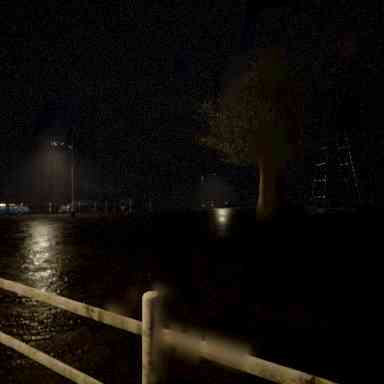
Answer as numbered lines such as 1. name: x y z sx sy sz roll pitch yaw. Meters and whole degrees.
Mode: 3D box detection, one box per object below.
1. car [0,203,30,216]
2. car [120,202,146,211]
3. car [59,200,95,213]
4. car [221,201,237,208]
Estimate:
1. car: -20.668 1.946 36.274 2.033 1.411 5.357 -2 -2 35
2. car: -9.202 2.254 52.228 1.812 1.442 4.674 -2 -2 36
3. car: -15.134 1.907 43.983 2.097 1.767 4.553 -2 -2 36
4. car: 7.710 2.622 69.464 1.994 1.385 4.181 -2 -2 36
